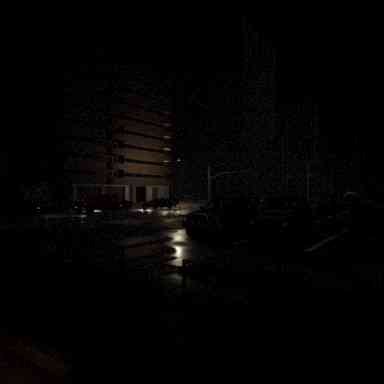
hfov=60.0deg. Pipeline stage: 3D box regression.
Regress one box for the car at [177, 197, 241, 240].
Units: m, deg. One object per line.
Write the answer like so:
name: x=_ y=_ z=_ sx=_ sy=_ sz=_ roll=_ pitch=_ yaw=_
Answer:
car: x=1.542 y=1.153 z=16.003 sx=1.932 sy=1.855 sz=4.605 roll=0 pitch=0 yaw=34

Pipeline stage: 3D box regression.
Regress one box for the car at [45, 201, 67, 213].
car: x=-15.327 y=1.601 z=35.098 sx=1.895 sy=1.301 sz=4.718 roll=0 pitch=0 yaw=34

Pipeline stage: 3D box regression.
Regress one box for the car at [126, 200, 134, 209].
car: x=-9.952 y=1.547 z=43.102 sx=2.033 sy=1.411 sz=5.357 roll=0 pitch=0 yaw=34

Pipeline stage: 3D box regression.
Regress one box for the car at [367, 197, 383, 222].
car: x=15.935 y=1.395 z=27.290 sx=1.970 sy=1.475 sz=3.806 roll=0 pitch=0 yaw=34

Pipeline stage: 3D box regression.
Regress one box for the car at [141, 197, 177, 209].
car: x=-4.497 y=1.547 z=44.933 sx=2.033 sy=1.411 sz=5.357 roll=0 pitch=0 yaw=34

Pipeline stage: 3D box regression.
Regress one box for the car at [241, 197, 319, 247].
car: x=3.909 y=1.156 z=14.336 sx=1.905 sy=1.878 sz=3.866 roll=0 pitch=0 yaw=34

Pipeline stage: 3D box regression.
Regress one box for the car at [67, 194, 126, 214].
car: x=-10.305 y=1.221 z=36.295 sx=2.150 sy=2.045 sz=5.566 roll=0 pitch=0 yaw=34

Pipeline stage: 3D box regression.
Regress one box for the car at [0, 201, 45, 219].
car: x=-15.411 y=1.564 z=28.694 sx=1.994 sy=1.385 sz=4.181 roll=0 pitch=0 yaw=34

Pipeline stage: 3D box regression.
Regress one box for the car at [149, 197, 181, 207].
car: x=-4.121 y=1.547 z=51.719 sx=2.033 sy=1.411 sz=5.357 roll=0 pitch=0 yaw=35

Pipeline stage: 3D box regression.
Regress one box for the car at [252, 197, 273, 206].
car: x=12.090 y=1.526 z=56.754 sx=1.812 sy=1.442 sz=4.674 roll=0 pitch=0 yaw=34
